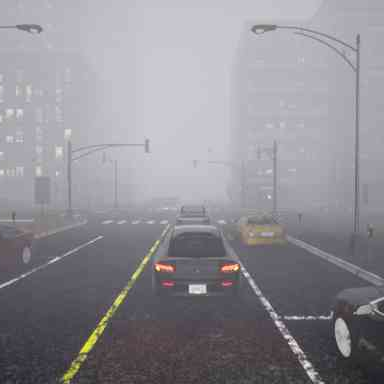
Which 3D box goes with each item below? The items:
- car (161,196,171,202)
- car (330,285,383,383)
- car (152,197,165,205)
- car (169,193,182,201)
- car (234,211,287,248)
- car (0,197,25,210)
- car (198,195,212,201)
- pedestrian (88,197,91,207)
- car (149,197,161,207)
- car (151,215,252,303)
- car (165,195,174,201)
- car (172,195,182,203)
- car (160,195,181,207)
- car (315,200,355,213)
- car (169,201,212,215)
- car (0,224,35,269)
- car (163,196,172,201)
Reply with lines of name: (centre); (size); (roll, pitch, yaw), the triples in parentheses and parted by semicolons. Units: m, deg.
car: (-5.845, 1.526, 74.934); (1.887, 1.381, 4.507); (-1, 0, 0)
car: (2.802, 1.550, 3.088); (2.008, 1.369, 4.403); (-1, 0, 0)
car: (-5.812, 1.550, 57.970); (1.947, 1.339, 4.313); (-1, 0, 0)
car: (-3.186, 1.475, 60.335); (2.128, 1.511, 4.902); (0, 0, 0)
car: (2.780, 1.520, 14.547); (1.752, 1.417, 4.829); (-1, 0, 0)
car: (-21.733, 1.273, 37.961); (4.829, 1.417, 1.752); (0, 0, 1)
car: (2.568, 1.535, 57.986); (2.008, 1.369, 4.403); (-1, 0, 0)
pedestrian: (-12.626, 1.197, 40.825); (0.375, 1.300, 0.375); (0, 0, 1)
car: (-5.801, 1.511, 52.146); (1.752, 1.417, 4.829); (-1, 0, 0)
car: (0.084, 1.523, 8.096); (1.812, 1.442, 4.674); (0, 0, 0)
car: (-5.866, 1.524, 86.243); (1.887, 1.381, 4.507); (-1, 0, 0)
car: (-3.133, 1.482, 70.531); (1.837, 1.490, 4.892); (0, 0, 0)
car: (-3.188, 1.533, 50.383); (2.033, 1.411, 5.357); (0, 0, 0)
car: (16.243, 1.620, 37.536); (4.403, 1.369, 2.008); (0, 0, 1)
car: (0.055, 1.485, 18.170); (2.128, 1.511, 4.902); (0, 0, 0)
car: (-5.848, 1.542, 8.774); (1.887, 1.381, 4.507); (-1, 0, 0)
car: (-5.855, 1.562, 80.588); (1.802, 1.307, 4.206); (-1, 0, 0)
